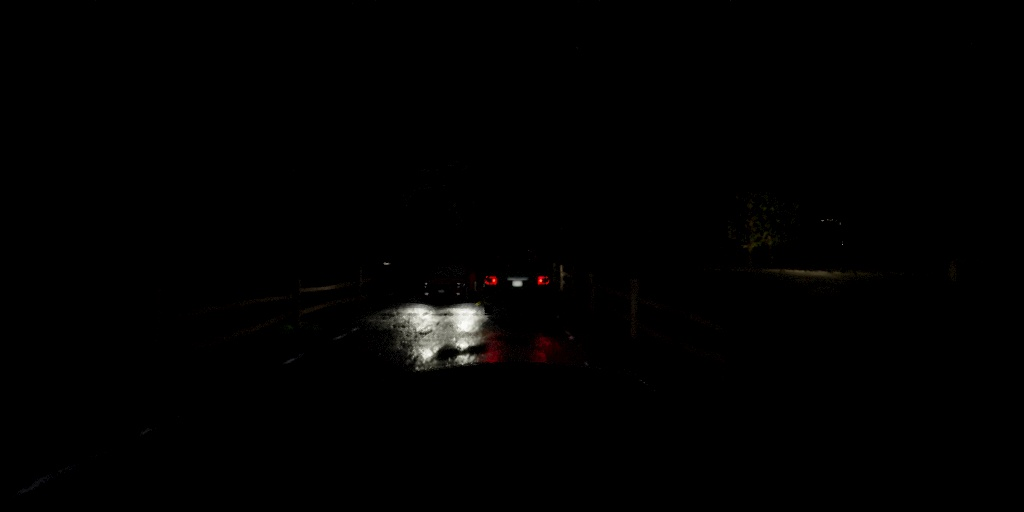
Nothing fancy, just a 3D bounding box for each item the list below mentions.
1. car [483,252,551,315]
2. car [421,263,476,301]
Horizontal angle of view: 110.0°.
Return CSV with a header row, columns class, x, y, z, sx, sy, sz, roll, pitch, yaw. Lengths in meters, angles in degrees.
class,x,y,z,sx,sy,sz,roll,pitch,yaw
car,0.167,0.870,13.222,2.150,2.045,5.566,0,1,0
car,-2.776,1.096,16.588,1.882,1.535,5.008,0,0,0
